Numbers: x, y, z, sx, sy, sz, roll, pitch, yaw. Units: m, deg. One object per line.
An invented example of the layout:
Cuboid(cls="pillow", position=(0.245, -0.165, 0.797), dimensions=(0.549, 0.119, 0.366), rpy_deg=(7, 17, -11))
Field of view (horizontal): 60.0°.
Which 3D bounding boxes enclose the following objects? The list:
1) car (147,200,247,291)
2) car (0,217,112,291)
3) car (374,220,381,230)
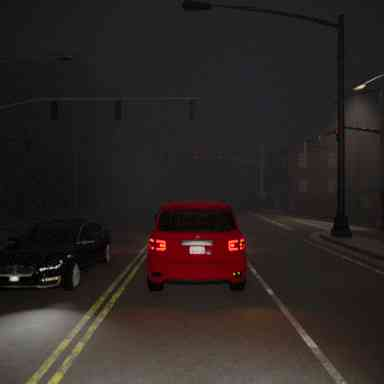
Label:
Cuboid(cls="car", position=(0.098, 1.221, 9.118), dimensions=(2.150, 2.045, 5.566), rpy_deg=(0, 0, 0))
Cuboid(cls="car", position=(-3.549, 1.506, 9.113), dimensions=(1.837, 1.490, 4.892), rpy_deg=(0, 0, 1))
Cuboid(cls="car", position=(18.986, 3.016, 29.689), dimensions=(4.902, 1.511, 2.128), rpy_deg=(9, 0, 0))
